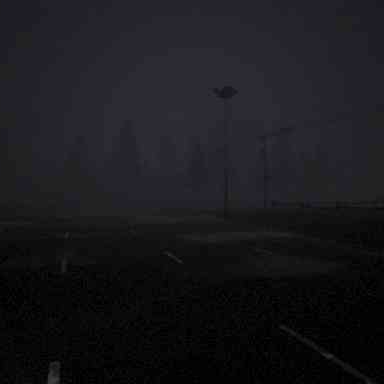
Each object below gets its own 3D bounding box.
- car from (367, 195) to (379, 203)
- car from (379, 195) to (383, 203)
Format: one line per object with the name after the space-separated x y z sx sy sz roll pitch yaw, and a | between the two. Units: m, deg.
35.943 1.326 63.890 5.008 1.535 1.882 0 0 -20 | car
37.085 1.443 60.582 4.718 1.301 1.895 0 0 -20 | car
